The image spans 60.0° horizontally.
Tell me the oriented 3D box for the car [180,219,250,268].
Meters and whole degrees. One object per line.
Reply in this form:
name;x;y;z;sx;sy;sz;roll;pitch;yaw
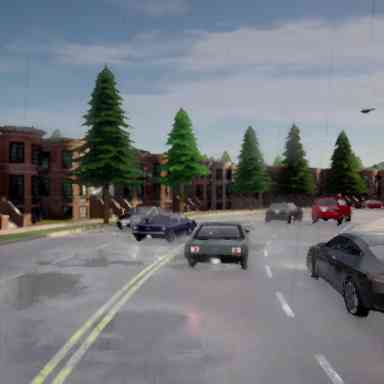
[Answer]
car;1.079;1.711;11.744;1.895;1.301;4.718;0;-1;10

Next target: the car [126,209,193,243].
car;-1.318;1.762;17.293;1.895;1.301;4.718;0;-1;18

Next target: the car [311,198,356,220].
car;11.375;1.473;26.946;2.150;2.045;5.566;-1;-1;35

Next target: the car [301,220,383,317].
car;3.974;1.596;7.405;1.812;1.442;4.674;0;-1;5

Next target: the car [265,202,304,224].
car;7.778;1.610;27.668;2.097;1.767;4.553;0;-1;33

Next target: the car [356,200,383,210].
car;27.426;1.956;51.288;5.008;1.535;1.882;0;-1;-19

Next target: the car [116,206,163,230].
car;-3.143;1.699;22.275;2.128;1.511;4.902;0;-1;23
